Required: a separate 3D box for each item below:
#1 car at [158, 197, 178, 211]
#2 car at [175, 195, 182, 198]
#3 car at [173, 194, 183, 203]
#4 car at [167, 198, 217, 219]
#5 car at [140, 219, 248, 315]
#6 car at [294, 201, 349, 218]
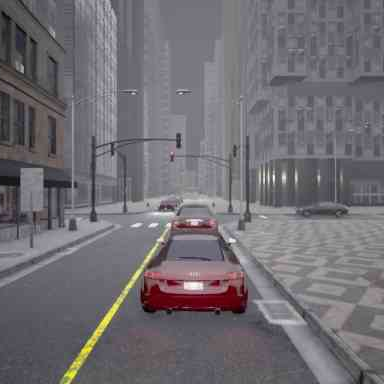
[{"bbox_3d":[-3.072,1.624,41.283,1.895,1.301,4.718,0,0,0],"label":"car"},{"bbox_3d":[-3.063,1.581,50.935,2.033,1.411,5.357,0,0,0],"label":"car"},{"bbox_3d":[-2.959,1.414,70.933,2.097,1.767,4.553,0,0,0],"label":"car"},{"bbox_3d":[0.161,1.356,16.275,2.097,1.767,4.553,0,0,2],"label":"car"},{"bbox_3d":[0.088,1.565,7.654,1.994,1.385,4.181,0,0,2],"label":"car"},{"bbox_3d":[11.760,1.543,30.318,4.674,1.442,1.812,0,0,1],"label":"car"}]
